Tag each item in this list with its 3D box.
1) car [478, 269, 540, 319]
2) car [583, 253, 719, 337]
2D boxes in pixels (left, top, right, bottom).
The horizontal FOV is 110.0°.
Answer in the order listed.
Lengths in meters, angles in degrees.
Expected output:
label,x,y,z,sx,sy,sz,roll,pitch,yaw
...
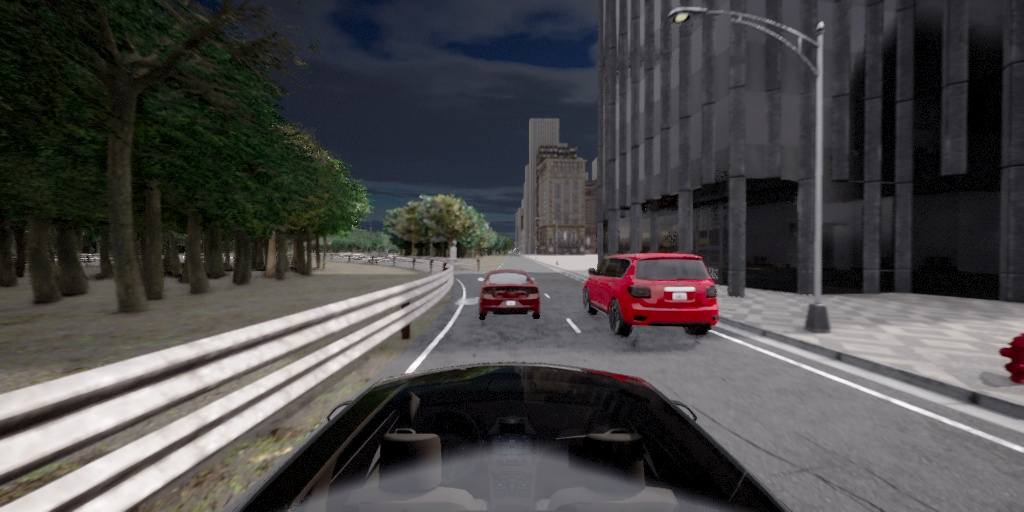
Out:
label,x,y,z,sx,sy,sz,roll,pitch,yaw
car,-0.182,1.195,12.745,1.882,1.535,5.008,0,0,-3
car,3.584,0.946,10.344,2.150,2.045,5.566,0,0,0
